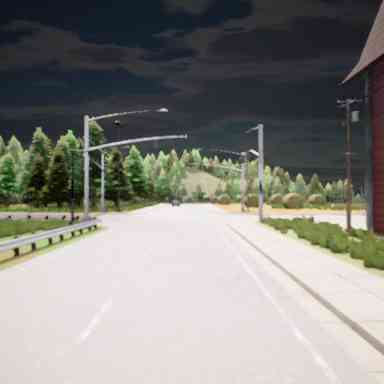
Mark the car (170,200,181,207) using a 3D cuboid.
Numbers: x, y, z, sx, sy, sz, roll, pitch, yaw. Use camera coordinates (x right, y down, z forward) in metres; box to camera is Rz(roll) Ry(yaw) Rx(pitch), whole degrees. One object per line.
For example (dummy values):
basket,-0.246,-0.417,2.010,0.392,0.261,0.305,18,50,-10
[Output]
car,-3.507,2.486,71.438,1.837,1.490,4.892,0,-1,0
